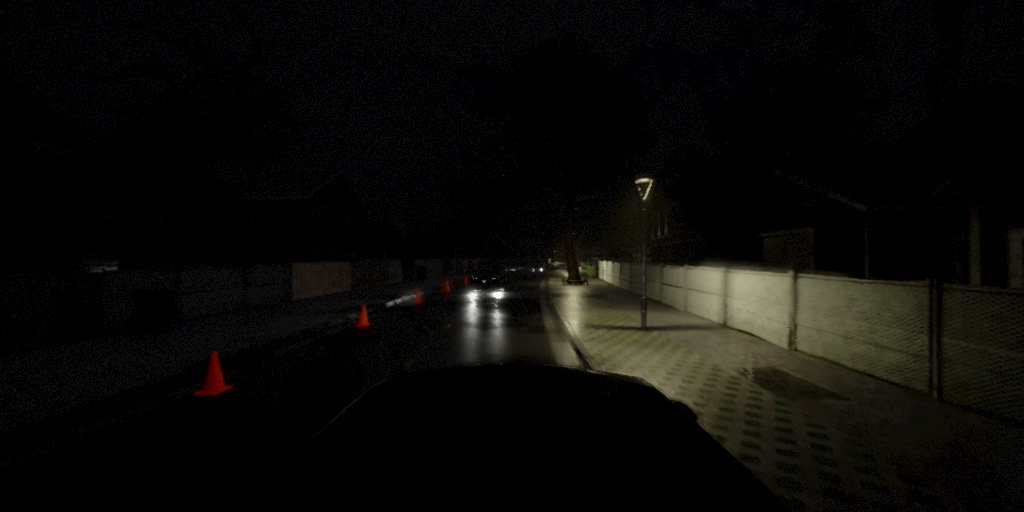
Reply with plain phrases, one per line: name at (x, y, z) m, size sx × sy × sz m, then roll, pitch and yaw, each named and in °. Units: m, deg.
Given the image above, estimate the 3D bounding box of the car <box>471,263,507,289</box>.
car at (-1.422, 1.260, 23.556) m, size 1.837 × 1.490 × 4.892 m, roll 0°, pitch 0°, yaw 5°

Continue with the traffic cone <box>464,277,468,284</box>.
traffic cone at (-3.269, 1.714, 25.479) m, size 0.340 × 0.580 × 0.340 m, roll 0°, pitch 0°, yaw 6°

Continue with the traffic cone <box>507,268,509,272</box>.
traffic cone at (-0.475, 1.762, 45.485) m, size 0.340 × 0.580 × 0.340 m, roll 0°, pitch 0°, yaw 10°

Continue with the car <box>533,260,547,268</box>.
car at (5.007, 1.446, 64.884) m, size 1.895 × 1.301 × 4.718 m, roll 0°, pitch 0°, yaw 15°

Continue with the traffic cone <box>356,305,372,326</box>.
traffic cone at (-4.280, 1.701, 10.361) m, size 0.340 × 0.580 × 0.340 m, roll 0°, pitch 0°, yaw 2°

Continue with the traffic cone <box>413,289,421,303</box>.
traffic cone at (-4.047, 1.703, 15.407) m, size 0.340 × 0.580 × 0.340 m, roll 0°, pitch 0°, yaw 3°

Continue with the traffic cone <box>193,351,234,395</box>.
traffic cone at (-4.410, 1.701, 5.311) m, size 0.340 × 0.580 × 0.340 m, roll 0°, pitch 0°, yaw 1°

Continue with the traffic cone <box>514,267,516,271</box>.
traffic cone at (0.480, 1.778, 50.445) m, size 0.340 × 0.580 × 0.340 m, roll 0°, pitch 0°, yaw 11°

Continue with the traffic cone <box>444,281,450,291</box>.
traffic cone at (-3.709, 1.707, 20.446) m, size 0.340 × 0.580 × 0.340 m, roll 0°, pitch 0°, yaw 4°
